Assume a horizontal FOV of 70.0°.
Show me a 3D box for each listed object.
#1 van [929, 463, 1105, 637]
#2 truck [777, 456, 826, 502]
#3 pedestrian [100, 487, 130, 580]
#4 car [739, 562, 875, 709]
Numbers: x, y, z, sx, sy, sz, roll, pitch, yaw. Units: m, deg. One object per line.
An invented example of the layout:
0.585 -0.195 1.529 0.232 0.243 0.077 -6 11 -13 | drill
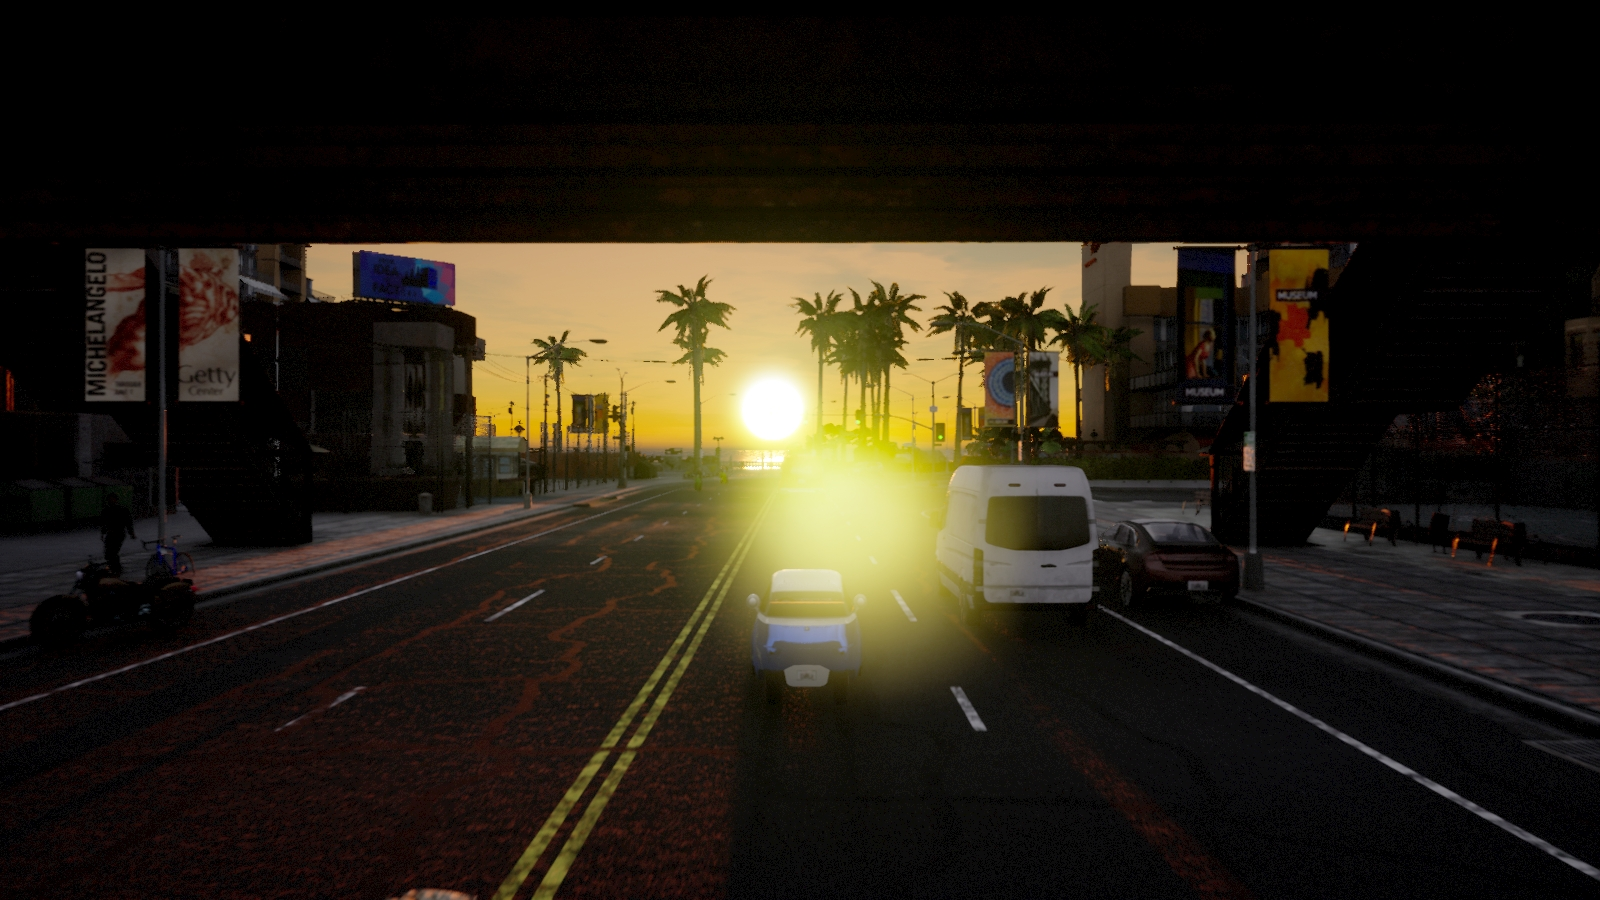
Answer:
3.599 1.536 20.157 1.988 2.561 5.915 0 0 0 | van
0.100 1.574 64.196 2.627 2.467 5.204 0 0 0 | truck
-13.999 1.701 23.362 0.375 1.860 0.375 0 0 6 | pedestrian
0.080 2.122 13.508 1.481 1.376 2.207 0 0 0 | car
